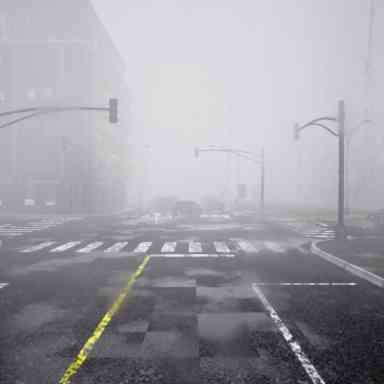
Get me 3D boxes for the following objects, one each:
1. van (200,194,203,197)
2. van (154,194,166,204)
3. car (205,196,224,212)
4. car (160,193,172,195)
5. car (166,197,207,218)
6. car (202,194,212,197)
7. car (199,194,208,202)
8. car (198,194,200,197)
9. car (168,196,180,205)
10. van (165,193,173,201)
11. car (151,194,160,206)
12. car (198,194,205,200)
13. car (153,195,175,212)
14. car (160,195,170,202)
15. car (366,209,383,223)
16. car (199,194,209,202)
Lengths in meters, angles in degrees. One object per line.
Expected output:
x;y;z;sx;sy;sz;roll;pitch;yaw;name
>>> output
2.597;1.291;55.022;1.690;1.788;3.998;-1;0;0;van
-5.756;1.282;60.628;1.690;1.788;3.998;-1;0;0;van
2.614;1.518;38.085;1.887;1.381;4.507;-1;0;0;car
-3.132;1.311;48.622;2.097;1.767;4.553;0;0;0;car
-0.415;1.488;30.295;1.837;1.490;4.892;2;1;16;car
2.608;1.405;43.730;1.967;1.590;4.097;-1;0;0;car
2.585;1.348;77.605;1.967;1.590;4.097;-1;0;0;car
2.595;1.485;60.668;1.887;1.381;4.507;-1;0;0;car
-3.128;1.508;58.587;1.994;1.385;4.181;0;0;0;car
-5.774;1.236;83.213;1.690;1.788;3.998;-1;0;0;van
-5.748;1.515;54.982;1.947;1.339;4.313;-1;0;0;car
2.602;1.307;94.543;1.967;1.590;4.097;-1;0;0;car
-3.129;1.449;39.308;1.882;1.535;5.008;0;0;0;car
-5.762;1.464;71.919;1.887;1.381;4.507;-1;0;0;car
14.830;1.604;23.723;4.181;1.385;1.994;0;1;1;car
2.584;1.360;71.959;1.967;1.590;4.097;-1;0;0;car
